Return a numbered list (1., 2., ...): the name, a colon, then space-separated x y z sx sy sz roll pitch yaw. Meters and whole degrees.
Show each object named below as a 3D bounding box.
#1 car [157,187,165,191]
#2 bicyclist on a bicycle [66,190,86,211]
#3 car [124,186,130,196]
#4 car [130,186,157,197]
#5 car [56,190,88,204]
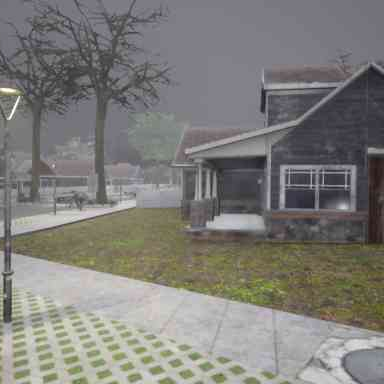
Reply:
1. car: -5.708 -0.281 60.964 1.895 1.301 4.718 1 2 10
2. bicyclist on a bicycle: -9.059 0.697 25.922 1.656 1.620 0.582 1 2 10
3. car: -9.640 -0.220 54.790 2.128 1.511 4.902 1 2 11
4. car: -7.454 0.045 51.112 1.895 1.301 4.718 1 2 11
5. car: -13.125 0.507 36.236 1.994 1.385 4.181 1 2 11
